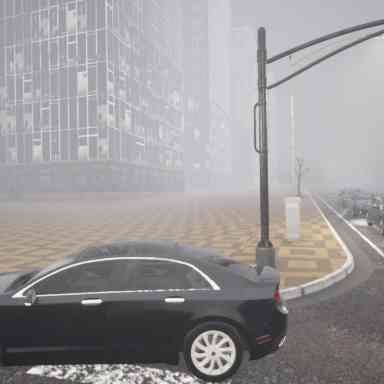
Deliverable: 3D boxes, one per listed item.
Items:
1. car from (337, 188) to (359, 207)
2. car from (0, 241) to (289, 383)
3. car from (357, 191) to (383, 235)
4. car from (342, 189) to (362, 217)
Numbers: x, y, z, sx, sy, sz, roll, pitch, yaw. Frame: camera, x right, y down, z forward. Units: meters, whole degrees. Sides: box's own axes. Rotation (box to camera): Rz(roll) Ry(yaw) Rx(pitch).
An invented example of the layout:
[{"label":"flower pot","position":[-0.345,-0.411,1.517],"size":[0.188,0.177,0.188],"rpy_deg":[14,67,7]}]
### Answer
[{"label":"car","position":[12.886,0.454,26.854],"size":[2.128,1.511,4.902],"rpy_deg":[-1,2,18]},{"label":"car","position":[-1.142,1.505,4.792],"size":[4.892,1.490,1.837],"rpy_deg":[0,0,0]},{"label":"car","position":[8.902,0.928,14.476],"size":[2.128,1.511,4.902],"rpy_deg":[-1,2,18]},{"label":"car","position":[10.921,0.759,20.780],"size":[1.994,1.385,4.181],"rpy_deg":[-1,2,17]}]
